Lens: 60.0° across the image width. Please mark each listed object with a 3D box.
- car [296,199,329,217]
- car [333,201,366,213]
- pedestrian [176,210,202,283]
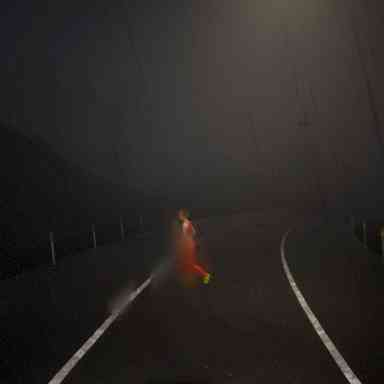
[{"bbox_3d":[12.020,1.439,33.025,2.097,1.767,4.553,3,1,37],"label":"car"},{"bbox_3d":[19.407,1.814,40.922,5.357,1.411,2.033,1,3,-39],"label":"car"},{"bbox_3d":[-0.106,1.259,7.909,0.375,1.860,0.375,-3,4,9],"label":"pedestrian"}]
